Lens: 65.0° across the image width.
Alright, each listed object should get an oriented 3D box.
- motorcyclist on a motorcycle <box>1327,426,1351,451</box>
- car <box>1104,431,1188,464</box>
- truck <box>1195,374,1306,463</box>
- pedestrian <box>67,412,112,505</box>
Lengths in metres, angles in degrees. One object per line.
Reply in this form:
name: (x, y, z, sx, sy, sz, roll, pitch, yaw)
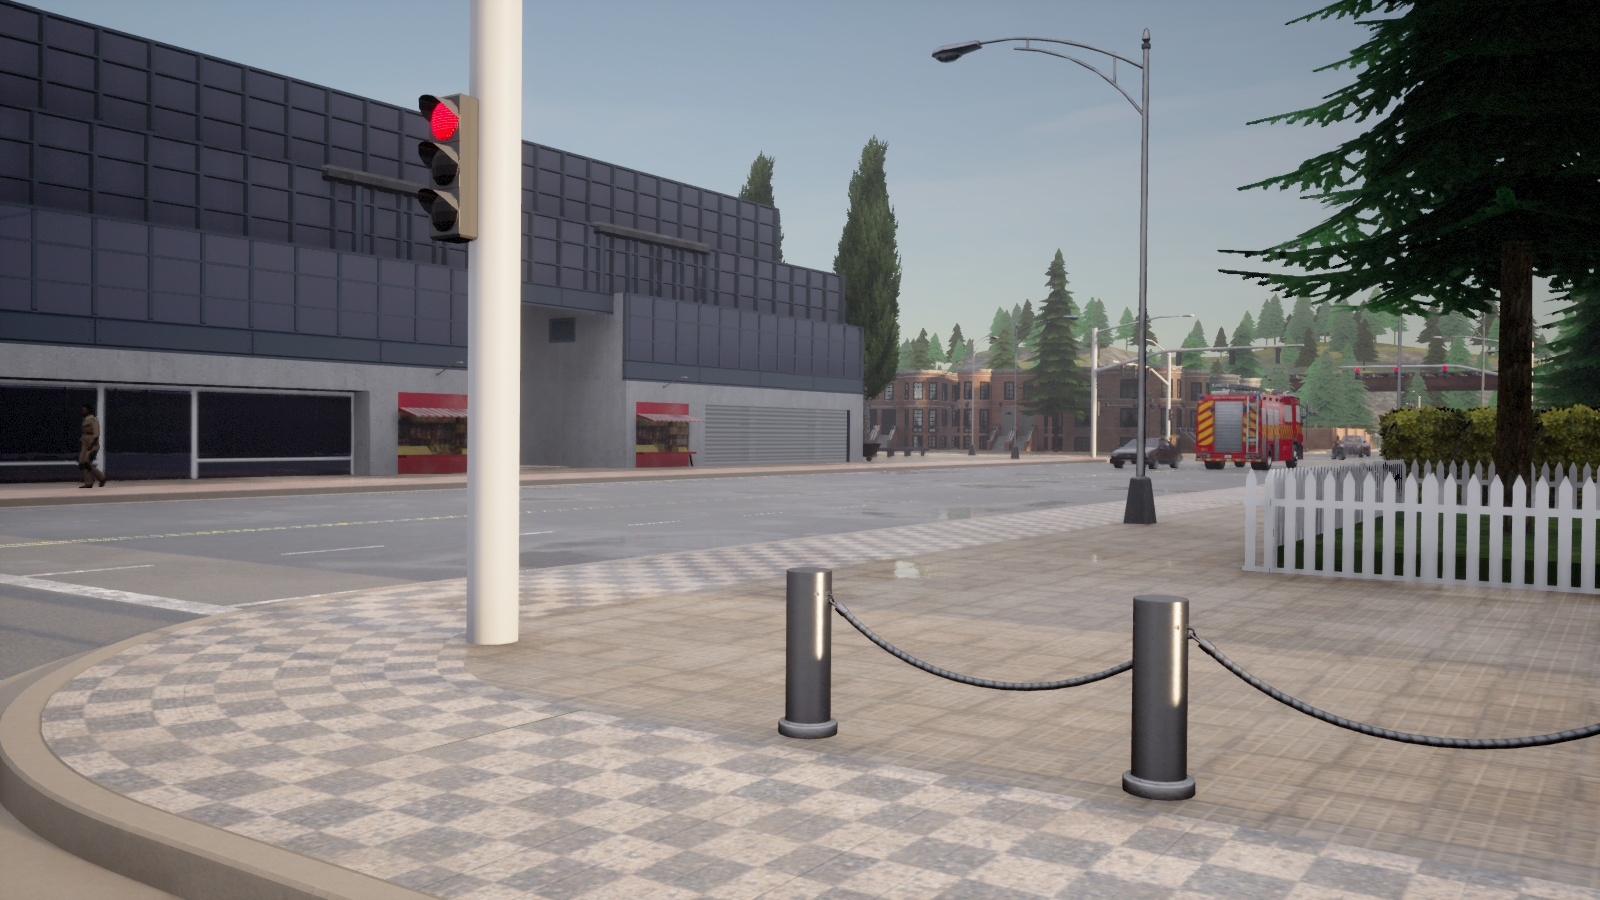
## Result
motorcyclist on a motorcycle: (35.487, -0.768, 82.691, 0.766, 1.649, 2.350, 0, 1, 7)
car: (15.649, -0.136, 56.608, 2.033, 1.411, 5.357, 0, 1, 34)
truck: (21.085, -1.422, 58.443, 2.891, 3.827, 8.468, 0, 1, 34)
pedestrian: (-14.963, 0.164, 26.445, 0.396, 1.930, 0.692, 0, 1, 31)
